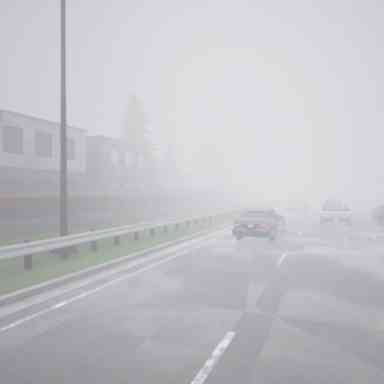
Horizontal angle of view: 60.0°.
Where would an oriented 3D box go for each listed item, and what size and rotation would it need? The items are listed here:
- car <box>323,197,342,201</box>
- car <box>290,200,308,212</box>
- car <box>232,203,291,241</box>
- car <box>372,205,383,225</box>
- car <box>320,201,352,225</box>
[{"bbox_3d":[15.977,1.342,37.797,1.882,1.535,5.008,0,0,22],"label":"car"},{"bbox_3d":[11.727,1.480,36.652,1.895,1.301,4.718,0,0,22],"label":"car"},{"bbox_3d":[3.461,1.498,16.527,2.033,1.411,5.357,0,0,22],"label":"car"},{"bbox_3d":[13.574,1.508,22.729,1.895,1.301,4.718,0,0,22],"label":"car"},{"bbox_3d":[9.999,1.517,23.230,1.895,1.301,4.718,0,0,22],"label":"car"}]
